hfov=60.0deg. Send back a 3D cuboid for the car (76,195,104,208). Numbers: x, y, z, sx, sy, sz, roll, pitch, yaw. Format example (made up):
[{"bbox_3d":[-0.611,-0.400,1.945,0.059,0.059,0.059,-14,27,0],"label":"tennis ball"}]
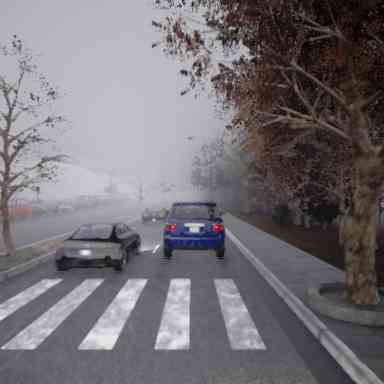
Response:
[{"bbox_3d":[-16.877,1.582,51.004,5.566,2.045,2.435,-1,0,-20],"label":"car"}]

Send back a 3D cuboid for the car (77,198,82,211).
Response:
[{"bbox_3d":[-16.828,1.867,42.077,4.792,1.488,2.163,-1,0,-20],"label":"car"}]

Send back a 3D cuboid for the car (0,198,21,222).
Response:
[{"bbox_3d":[-16.842,1.629,27.149,4.553,1.767,2.185,-1,0,-20],"label":"car"}]

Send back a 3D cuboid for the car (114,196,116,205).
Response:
[{"bbox_3d":[-16.833,1.804,59.970,4.892,1.521,2.231,-1,0,-20],"label":"car"}]

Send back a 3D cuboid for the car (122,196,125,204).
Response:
[{"bbox_3d":[-16.827,1.812,68.917,4.674,1.452,2.002,-1,0,-20],"label":"car"}]

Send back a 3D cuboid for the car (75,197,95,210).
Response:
[{"bbox_3d":[-16.846,1.877,48.034,4.674,1.452,2.002,-1,0,-20],"label":"car"}]

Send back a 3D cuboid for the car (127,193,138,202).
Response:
[{"bbox_3d":[-16.792,1.750,83.941,4.792,1.488,2.163,-1,0,-20],"label":"car"}]

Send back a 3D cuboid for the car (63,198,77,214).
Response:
[{"bbox_3d":[-16.686,1.825,39.149,5.366,1.575,1.946,-1,0,-20],"label":"car"}]

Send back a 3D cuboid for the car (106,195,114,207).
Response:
[{"bbox_3d":[-16.820,1.562,57.001,5.566,2.045,2.435,-1,0,-20],"label":"car"}]

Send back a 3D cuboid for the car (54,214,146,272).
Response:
[{"bbox_3d":[-2.921,1.656,11.153,1.994,1.385,4.181,0,-1,0],"label":"car"}]

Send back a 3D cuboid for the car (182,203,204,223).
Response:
[{"bbox_3d":[0.096,1.790,29.652,1.837,1.490,4.892,0,-1,0],"label":"car"}]

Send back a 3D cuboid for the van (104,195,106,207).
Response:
[{"bbox_3d":[-16.740,1.596,54.047,4.442,1.987,1.878,-1,0,-20],"label":"van"}]

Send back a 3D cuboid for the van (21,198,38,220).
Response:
[{"bbox_3d":[-16.762,1.556,30.177,4.442,1.987,1.878,-1,-1,-20],"label":"van"}]

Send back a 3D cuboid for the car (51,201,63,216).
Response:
[{"bbox_3d":[-16.888,1.851,36.080,4.792,1.488,2.163,-1,0,-20],"label":"car"}]

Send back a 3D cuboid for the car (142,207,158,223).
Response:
[{"bbox_3d":[-2.910,1.869,27.692,1.895,1.301,4.718,0,-1,0],"label":"car"}]

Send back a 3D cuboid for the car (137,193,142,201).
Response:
[{"bbox_3d":[-16.984,1.696,89.865,5.366,1.575,1.946,-1,1,-20],"label":"car"}]

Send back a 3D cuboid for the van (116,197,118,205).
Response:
[{"bbox_3d":[-16.948,1.569,62.909,4.442,1.987,1.878,-1,0,-20],"label":"van"}]

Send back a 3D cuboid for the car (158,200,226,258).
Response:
[{"bbox_3d":[0.090,1.334,13.356,2.150,2.045,5.566,0,-1,0],"label":"car"}]

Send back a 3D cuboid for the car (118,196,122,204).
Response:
[{"bbox_3d":[-16.806,1.656,65.944,4.553,1.767,2.185,-1,0,-20],"label":"car"}]

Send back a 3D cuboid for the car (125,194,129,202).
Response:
[{"bbox_3d":[-16.803,1.791,71.935,4.792,1.488,2.163,-1,0,-20],"label":"car"}]

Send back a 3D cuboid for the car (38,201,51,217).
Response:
[{"bbox_3d":[-16.859,1.842,33.108,4.674,1.452,2.002,-1,0,-20],"label":"car"}]
